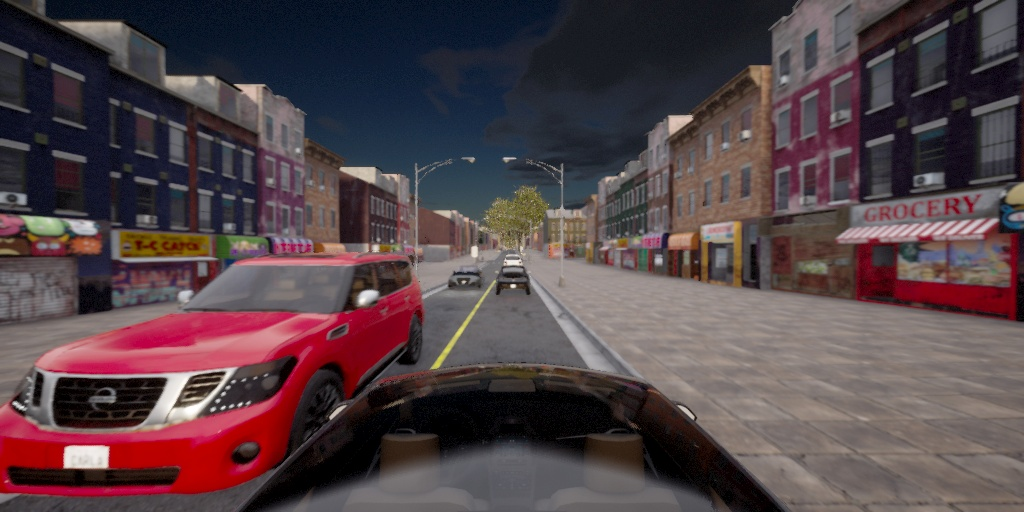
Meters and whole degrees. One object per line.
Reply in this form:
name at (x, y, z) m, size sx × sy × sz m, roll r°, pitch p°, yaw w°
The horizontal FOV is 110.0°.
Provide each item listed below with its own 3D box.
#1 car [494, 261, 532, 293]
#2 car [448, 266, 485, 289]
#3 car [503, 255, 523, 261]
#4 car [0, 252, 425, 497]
car at (0.067, 1.258, 20.555) m, size 1.837 × 1.490 × 4.892 m, roll 0°, pitch 1°, yaw 0°
car at (-2.819, 1.315, 22.893) m, size 1.994 × 1.385 × 4.181 m, roll 0°, pitch 0°, yaw 0°
car at (0.100, 0.860, 42.923) m, size 2.150 × 2.045 × 5.566 m, roll 0°, pitch 1°, yaw 0°
car at (-2.836, 0.968, 5.156) m, size 2.150 × 2.045 × 5.566 m, roll 0°, pitch 1°, yaw 0°
